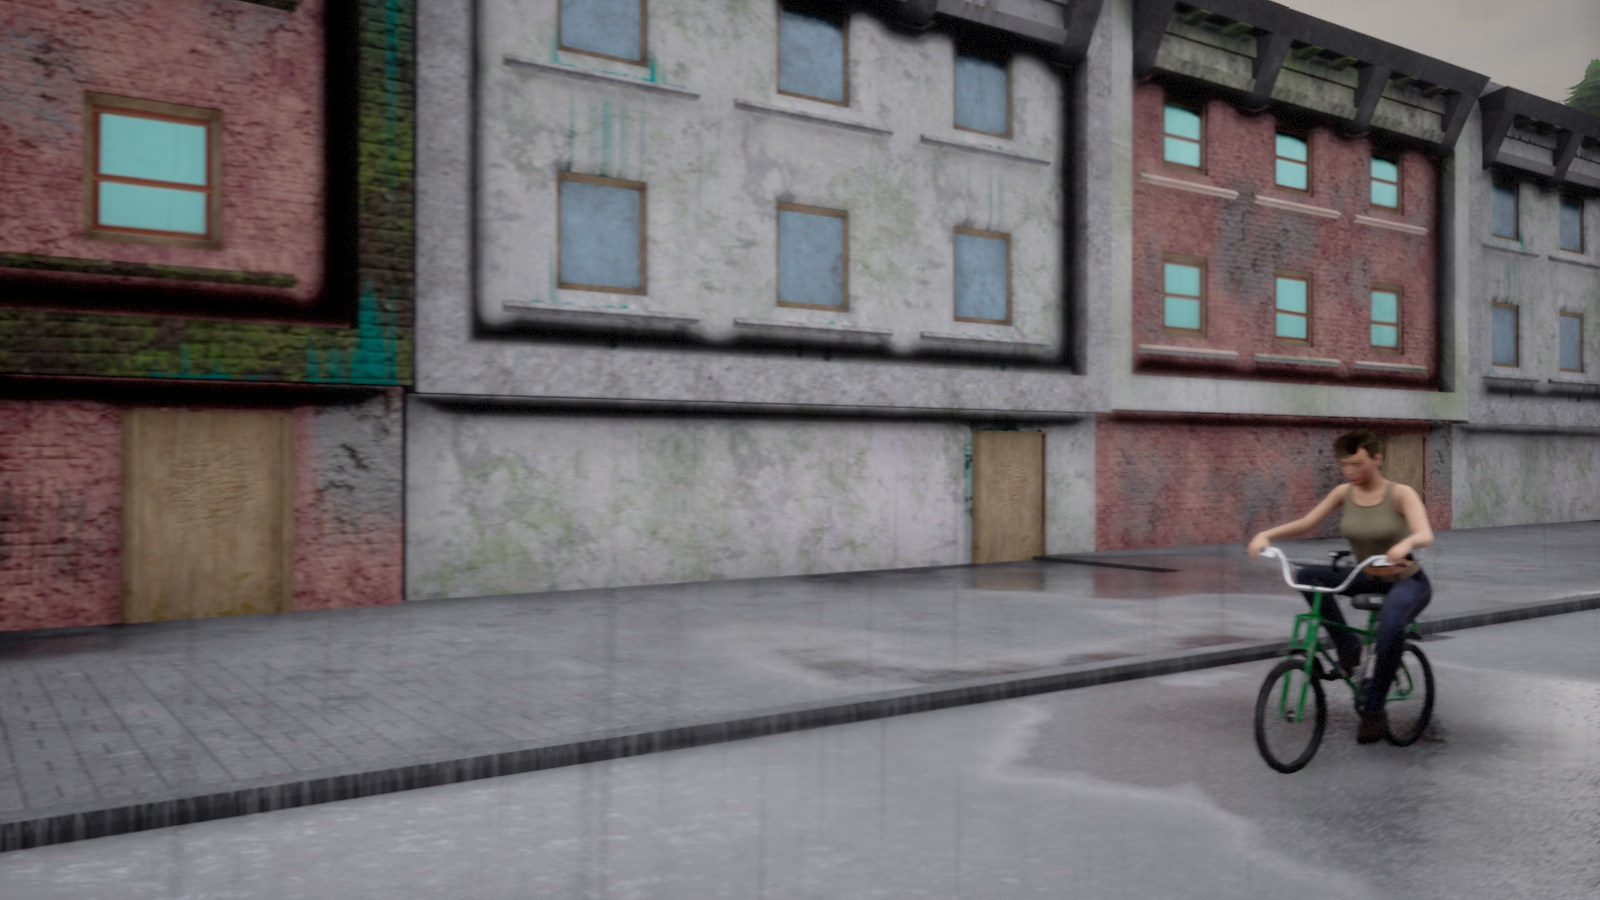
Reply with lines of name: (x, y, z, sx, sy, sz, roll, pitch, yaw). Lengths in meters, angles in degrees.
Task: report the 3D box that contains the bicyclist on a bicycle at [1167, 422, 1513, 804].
bicyclist on a bicycle: (2.628, 0.689, 6.090, 1.509, 1.612, 0.866, 0, 0, -35)
